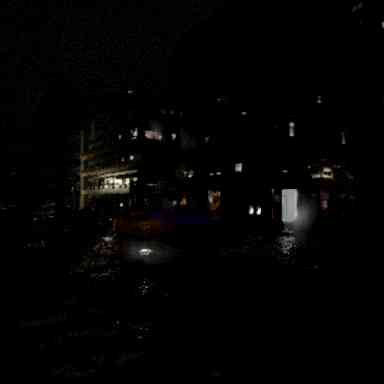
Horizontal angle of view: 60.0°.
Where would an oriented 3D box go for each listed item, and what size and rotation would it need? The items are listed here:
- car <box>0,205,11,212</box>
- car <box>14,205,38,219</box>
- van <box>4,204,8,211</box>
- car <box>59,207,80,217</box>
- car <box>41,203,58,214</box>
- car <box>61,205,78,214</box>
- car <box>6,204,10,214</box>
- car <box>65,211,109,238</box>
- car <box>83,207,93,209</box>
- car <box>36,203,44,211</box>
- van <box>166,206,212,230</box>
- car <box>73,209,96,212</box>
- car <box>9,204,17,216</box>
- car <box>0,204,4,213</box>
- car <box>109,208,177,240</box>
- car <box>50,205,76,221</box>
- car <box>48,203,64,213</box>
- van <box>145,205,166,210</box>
[{"bbox_3d":[-41.243,3.694,73.134,2.008,1.369,4.403,-1,-1,-34],"label":"car"},{"bbox_3d":[-22.575,2.889,45.194,1.802,1.307,4.206,0,-1,-34],"label":"car"},{"bbox_3d":[-31.897,3.066,59.178,1.690,1.788,3.998,-1,-1,-34],"label":"van"},{"bbox_3d":[-18.031,2.952,48.775,1.895,1.301,4.718,0,-2,-34],"label":"car"},{"bbox_3d":[-24.810,3.159,58.941,1.837,1.490,4.892,0,-2,-34],"label":"car"},{"bbox_3d":[-21.919,3.161,59.261,1.752,1.417,4.829,-1,-1,-34],"label":"car"},{"bbox_3d":[-28.787,3.137,54.515,2.008,1.369,4.403,-1,-1,-34],"label":"car"},{"bbox_3d":[-7.047,2.194,21.891,1.802,1.307,4.206,0,-1,-34],"label":"car"},{"bbox_3d":[-15.613,2.935,49.797,1.802,1.307,4.206,-1,-1,-34],"label":"car"},{"bbox_3d":[-34.251,3.504,77.764,2.192,1.841,5.009,-1,-1,-34],"label":"car"},{"bbox_3d":[-0.089,1.998,26.498,1.690,1.788,3.998,-1,-1,-34],"label":"van"},{"bbox_3d":[-8.437,2.385,28.604,1.895,1.301,4.718,0,-2,-34],"label":"car"},{"bbox_3d":[-25.683,2.887,49.856,1.967,1.590,4.097,0,-1,-34],"label":"car"},{"bbox_3d":[-38.127,3.319,68.487,2.192,1.841,5.009,-1,-1,-34],"label":"car"},{"bbox_3d":[-3.226,2.028,20.781,1.882,1.535,5.008,0,-2,-34],"label":"car"},{"bbox_3d":[-14.020,2.539,37.003,1.837,1.490,4.892,0,-2,-34],"label":"car"},{"bbox_3d":[-28.040,3.225,68.443,2.192,1.841,5.009,-1,-1,-34],"label":"car"},{"bbox_3d":[-3.195,2.137,31.159,1.690,1.788,3.998,-1,-1,-34],"label":"van"}]
